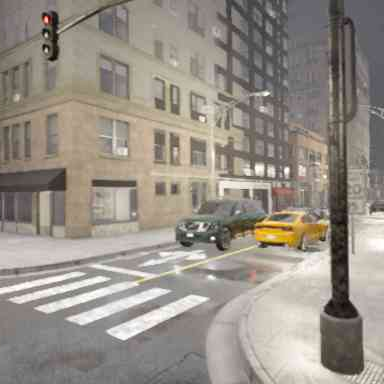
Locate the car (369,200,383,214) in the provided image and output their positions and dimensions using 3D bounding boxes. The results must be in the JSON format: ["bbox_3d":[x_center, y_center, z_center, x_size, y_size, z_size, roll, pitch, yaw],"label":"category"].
[{"bbox_3d":[21.340,1.686,37.561,1.837,1.490,4.892,-1,0,36],"label":"car"}]

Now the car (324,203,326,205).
[{"bbox_3d":[7.564,1.712,23.620,2.033,1.411,5.357,-1,-1,36],"label":"car"}]

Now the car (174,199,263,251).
[{"bbox_3d":[1.540,1.361,15.333,2.150,2.045,5.566,-1,-1,36],"label":"car"}]

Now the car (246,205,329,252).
[{"bbox_3d":[4.530,1.577,14.691,1.882,1.535,5.008,-1,-1,38],"label":"car"}]

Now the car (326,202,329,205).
[{"bbox_3d":[13.606,1.685,31.916,2.128,1.511,4.902,-1,-1,36],"label":"car"}]
